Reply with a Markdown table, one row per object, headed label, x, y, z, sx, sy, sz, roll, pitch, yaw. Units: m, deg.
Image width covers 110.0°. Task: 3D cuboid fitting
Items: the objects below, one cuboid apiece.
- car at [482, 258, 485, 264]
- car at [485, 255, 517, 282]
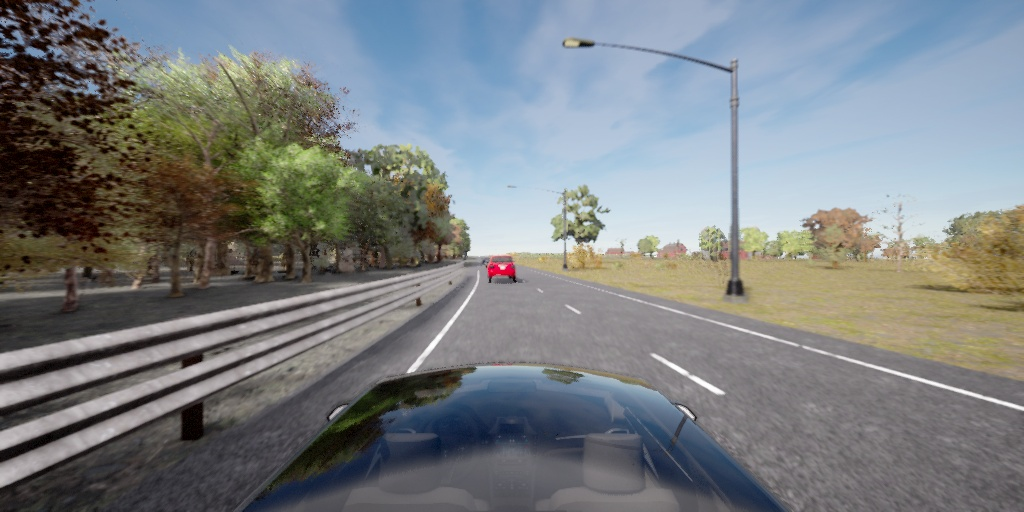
| label | x | y | z | sx | sy | sz | roll | pitch | yaw |
| --- | --- | --- | --- | --- | --- | --- | --- | --- | --- |
| car | -3.246 | 1.310 | 55.618 | 1.895 | 1.301 | 4.718 | 0 | 0 | -5 |
| car | -0.876 | 0.953 | 28.896 | 2.150 | 2.045 | 5.566 | 0 | 0 | -4 |
